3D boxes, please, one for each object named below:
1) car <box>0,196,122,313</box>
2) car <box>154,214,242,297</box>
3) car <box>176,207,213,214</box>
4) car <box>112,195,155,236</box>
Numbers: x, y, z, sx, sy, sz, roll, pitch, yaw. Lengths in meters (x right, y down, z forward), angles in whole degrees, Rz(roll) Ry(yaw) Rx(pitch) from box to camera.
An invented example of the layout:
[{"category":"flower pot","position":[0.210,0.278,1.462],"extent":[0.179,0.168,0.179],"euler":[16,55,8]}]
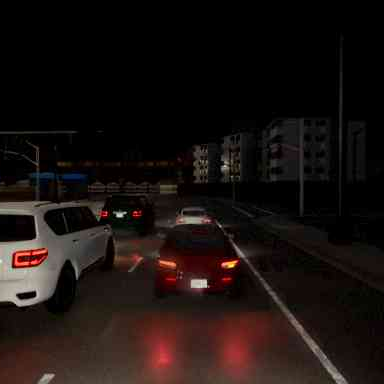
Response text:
[{"category":"car","position":[-3.383,1.217,7.788],"extent":[2.150,2.045,5.566],"euler":[0,0,0]},{"category":"car","position":[0.120,1.521,8.431],"extent":[1.812,1.442,4.674],"euler":[0,0,0]},{"category":"car","position":[0.115,1.490,17.518],"extent":[1.812,1.442,4.674],"euler":[0,0,1]},{"category":"car","position":[-3.352,1.179,18.147],"extent":[2.150,2.045,5.566],"euler":[0,0,0]}]
